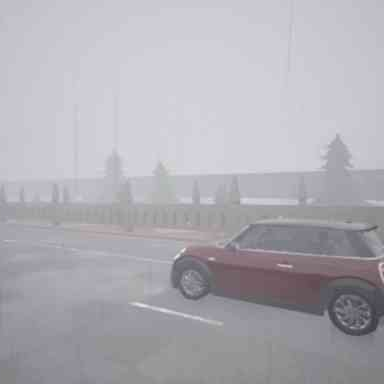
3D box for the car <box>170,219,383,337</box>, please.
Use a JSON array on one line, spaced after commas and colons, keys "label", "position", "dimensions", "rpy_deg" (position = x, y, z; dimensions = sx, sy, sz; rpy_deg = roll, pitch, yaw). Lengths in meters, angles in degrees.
[{"label": "car", "position": [1.724, 1.333, 6.845], "dimensions": [4.553, 1.767, 2.097], "rpy_deg": [-1, 0, 35]}]
